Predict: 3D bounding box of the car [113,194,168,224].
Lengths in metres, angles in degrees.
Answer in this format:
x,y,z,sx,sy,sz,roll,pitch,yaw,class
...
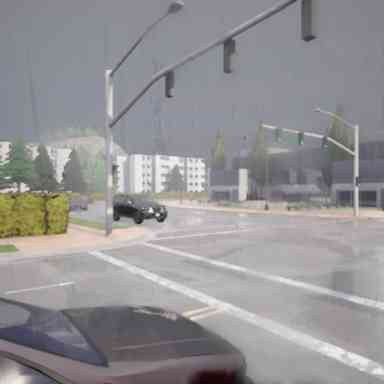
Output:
x,y,z,sx,sy,sz,roll,pitch,yaw,class
-4.086,1.199,24.747,2.150,2.045,5.566,0,0,-39,car

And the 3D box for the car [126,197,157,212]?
x,y,z,sx,sy,sz,roll,pitch,yaw,class
-6.156,1.440,40.033,1.882,1.535,5.008,0,0,-31,car

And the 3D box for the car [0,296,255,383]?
x,y,z,sx,sy,sz,roll,pitch,yaw,class
-2.020,1.548,2.326,5.357,1.411,2.033,0,0,-35,car

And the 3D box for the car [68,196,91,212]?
x,y,z,sx,sy,sz,roll,pitch,yaw,class
-13.359,1.540,38.403,1.994,1.385,4.181,0,0,-27,car

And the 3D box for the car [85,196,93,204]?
x,y,z,sx,sy,sz,roll,pitch,yaw,class
-19.016,1.489,59.397,1.812,1.442,4.674,0,0,-2,car
